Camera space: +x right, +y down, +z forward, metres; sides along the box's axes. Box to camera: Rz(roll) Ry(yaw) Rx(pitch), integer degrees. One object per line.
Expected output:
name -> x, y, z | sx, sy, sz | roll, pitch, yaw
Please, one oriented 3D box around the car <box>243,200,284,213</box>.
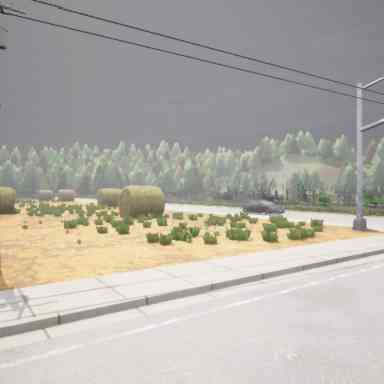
car -> 6.880, 1.491, 32.419 | 1.812, 1.442, 4.674 | 0, 0, -33
